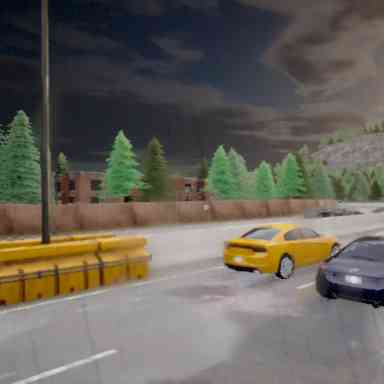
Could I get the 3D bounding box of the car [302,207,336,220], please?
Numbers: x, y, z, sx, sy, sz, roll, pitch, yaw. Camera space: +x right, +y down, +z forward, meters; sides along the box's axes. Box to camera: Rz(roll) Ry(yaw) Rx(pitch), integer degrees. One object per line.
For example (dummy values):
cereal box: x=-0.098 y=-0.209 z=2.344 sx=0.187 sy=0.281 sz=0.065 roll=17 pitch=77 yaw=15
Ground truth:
car: x=15.756 y=2.613 z=41.102 sx=4.892 sy=1.490 sz=1.837 roll=1 pitch=-3 yaw=-42

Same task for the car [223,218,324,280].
car: x=3.220 y=1.820 z=11.320 sx=5.008 sy=1.535 sz=1.882 roll=0 pitch=-3 yaw=-41

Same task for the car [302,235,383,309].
car: x=4.782 y=1.751 z=8.042 sx=4.181 sy=1.385 sz=1.994 roll=0 pitch=-3 yaw=-41

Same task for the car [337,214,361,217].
car: x=17.745 y=2.554 z=38.163 sx=4.718 sy=1.301 sz=1.895 roll=0 pitch=-3 yaw=-41
